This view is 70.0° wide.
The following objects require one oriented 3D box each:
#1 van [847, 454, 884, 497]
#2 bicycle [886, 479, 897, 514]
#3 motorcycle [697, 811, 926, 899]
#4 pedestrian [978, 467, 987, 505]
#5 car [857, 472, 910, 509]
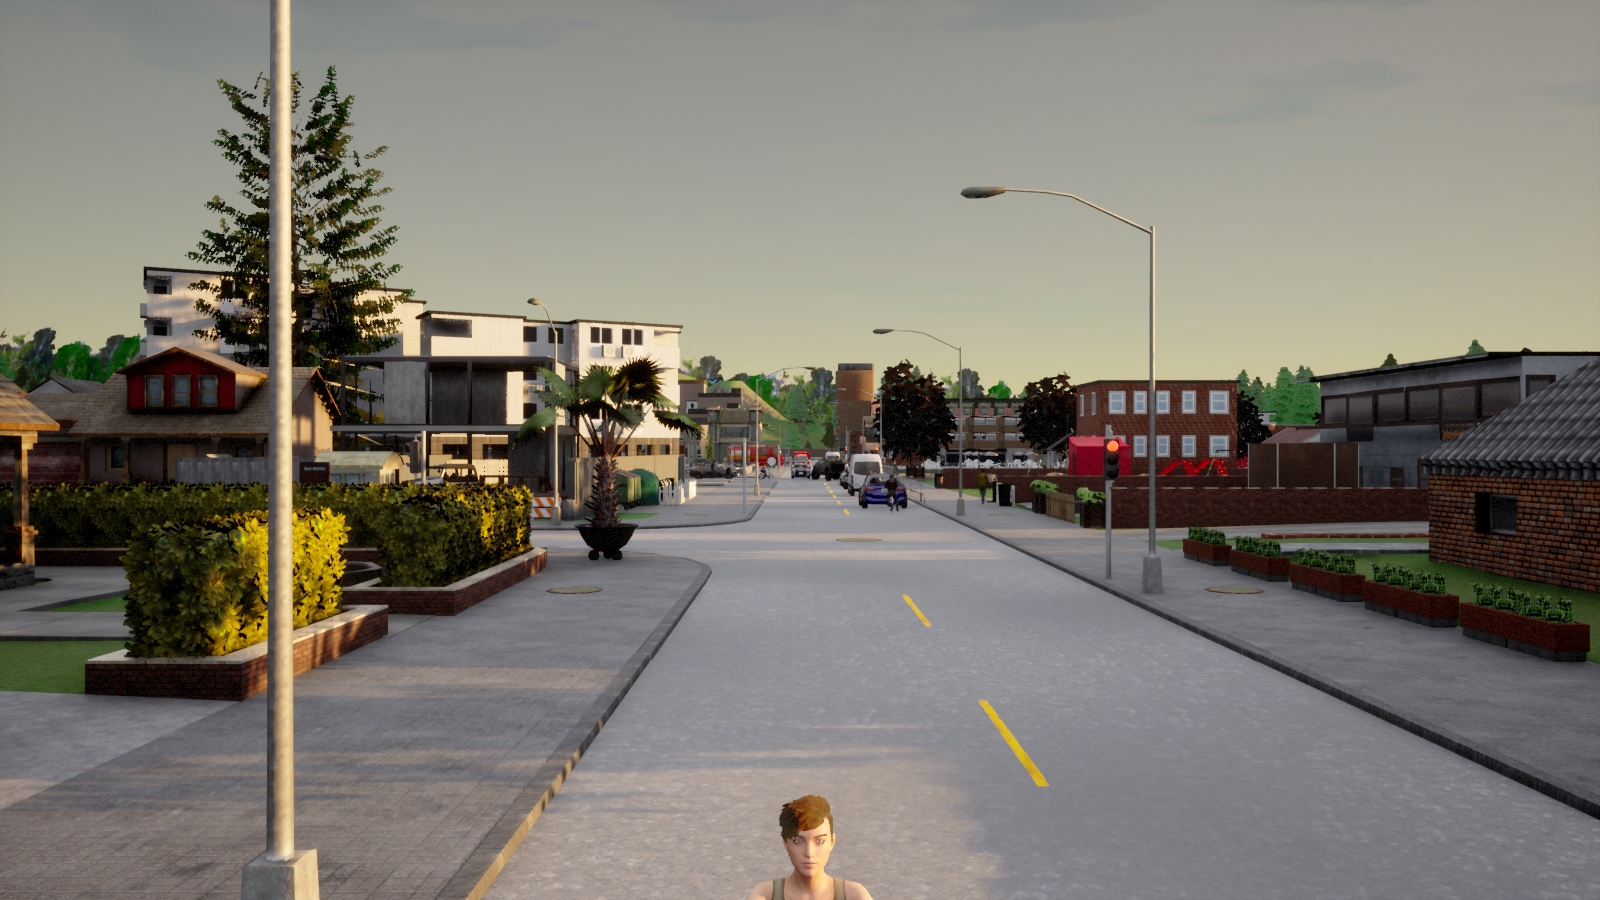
[{"bbox_3d":[4.045,1.534,71.355,1.988,2.561,5.915,0,0,0],"label":"van"},{"bbox_3d":[4.077,2.060,50.936,0.329,1.471,1.835,0,0,0],"label":"bicycle"},{"bbox_3d":[0.039,2.155,3.558,0.764,1.307,2.356,0,0,0],"label":"motorcycle"},{"bbox_3d":[8.907,1.744,55.680,0.375,1.860,0.375,0,0,15],"label":"pedestrian"},{"bbox_3d":[4.046,1.967,56.171,2.242,1.667,4.611,0,0,0],"label":"car"}]
